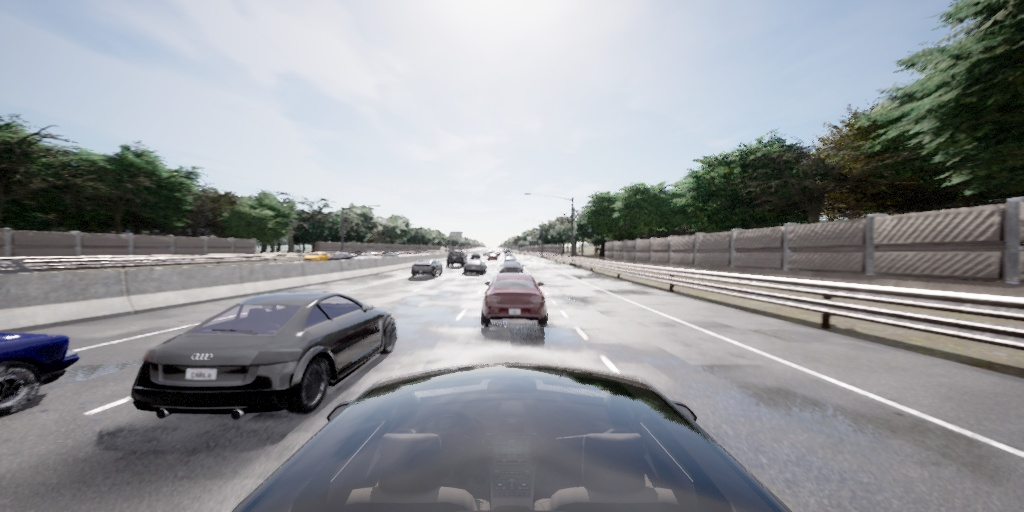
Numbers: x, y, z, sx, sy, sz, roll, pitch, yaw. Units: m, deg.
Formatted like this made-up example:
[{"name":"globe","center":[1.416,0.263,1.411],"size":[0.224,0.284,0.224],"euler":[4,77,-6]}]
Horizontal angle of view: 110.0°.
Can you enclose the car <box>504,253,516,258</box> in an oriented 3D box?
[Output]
[{"name":"car","center":[-0.160,0.680,51.527],"size":[2.033,1.411,5.357],"euler":[1,1,-1]}]

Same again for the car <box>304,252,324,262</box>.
[{"name":"car","center":[-28.207,0.225,52.148],"size":[1.882,1.535,5.008],"euler":[1,1,0]}]

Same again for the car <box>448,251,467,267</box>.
[{"name":"car","center":[-7.111,0.361,46.753],"size":[2.150,2.045,5.566],"euler":[1,1,-1]}]

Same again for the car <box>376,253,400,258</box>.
[{"name":"car","center":[-17.717,0.388,52.311],"size":[1.837,1.490,4.892],"euler":[1,1,0]}]

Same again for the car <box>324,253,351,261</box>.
[{"name":"car","center":[-24.711,0.271,52.199],"size":[1.882,1.535,5.008],"euler":[1,1,0]}]

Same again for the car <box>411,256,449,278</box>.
[{"name":"car","center":[-6.995,0.963,29.923],"size":[2.128,1.511,4.902],"euler":[1,1,0]}]

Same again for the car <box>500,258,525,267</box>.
[{"name":"car","center":[0.011,1.111,28.371],"size":[1.812,1.442,4.674],"euler":[1,1,0]}]

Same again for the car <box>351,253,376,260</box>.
[{"name":"car","center":[-21.217,0.364,52.274],"size":[1.812,1.442,4.674],"euler":[1,1,0]}]

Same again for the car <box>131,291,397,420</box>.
[{"name":"car","center":[-3.422,1.269,5.953],"size":[1.994,1.385,4.181],"euler":[1,0,0]}]

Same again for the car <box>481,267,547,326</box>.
[{"name":"car","center":[0.070,1.267,11.579],"size":[1.812,1.442,4.674],"euler":[1,0,0]}]

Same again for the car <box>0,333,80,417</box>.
[{"name":"car","center":[-6.920,1.260,2.763],"size":[1.895,1.301,4.718],"euler":[1,0,0]}]

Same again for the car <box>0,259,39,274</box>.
[{"name":"car","center":[-17.510,0.863,10.771],"size":[2.097,1.767,4.553],"euler":[1,0,0]}]

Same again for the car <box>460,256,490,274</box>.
[{"name":"car","center":[-3.526,0.997,34.736],"size":[1.994,1.385,4.181],"euler":[1,1,0]}]
